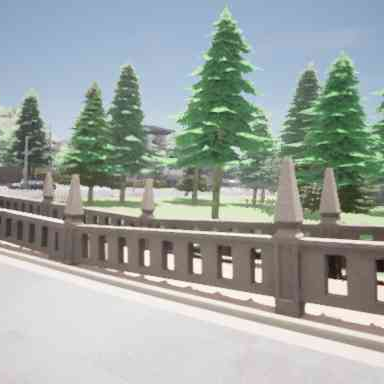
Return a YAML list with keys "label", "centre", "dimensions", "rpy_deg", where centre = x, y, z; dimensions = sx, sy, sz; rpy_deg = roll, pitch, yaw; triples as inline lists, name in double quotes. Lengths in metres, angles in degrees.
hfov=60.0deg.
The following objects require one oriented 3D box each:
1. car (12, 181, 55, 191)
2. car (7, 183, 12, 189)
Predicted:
- label: "car"
  centre: [-21.345, -0.804, 45.806]
  dimensions: [2.128, 1.511, 4.902]
  rpy_deg: [5, 3, 37]
- label: "car"
  centre: [-24.027, -0.941, 48.058]
  dimensions: [1.895, 1.301, 4.718]
  rpy_deg: [5, 3, 37]
